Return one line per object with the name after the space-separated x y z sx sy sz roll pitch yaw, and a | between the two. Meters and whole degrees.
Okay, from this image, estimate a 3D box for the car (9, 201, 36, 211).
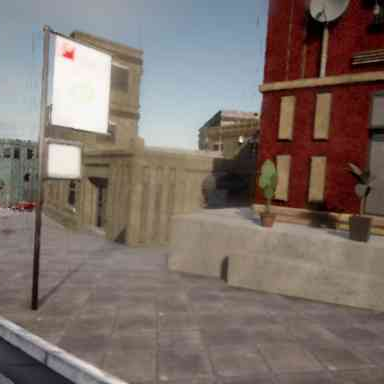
-26.178 2.132 51.943 1.882 1.535 5.008 4 -1 11 | car
